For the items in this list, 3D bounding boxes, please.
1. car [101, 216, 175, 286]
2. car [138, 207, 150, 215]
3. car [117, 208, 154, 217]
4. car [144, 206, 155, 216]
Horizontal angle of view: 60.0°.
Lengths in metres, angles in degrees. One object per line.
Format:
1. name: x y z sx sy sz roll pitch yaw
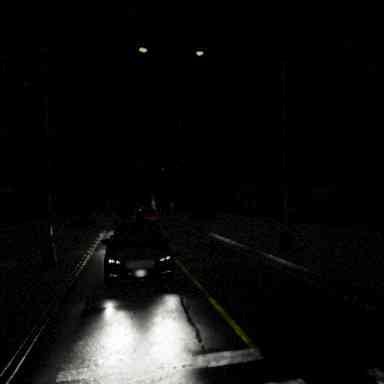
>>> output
1. car: -1.684 1.750 10.411 2.128 1.511 4.902 -1 -1 -11
2. car: -8.453 3.263 58.306 1.895 1.301 4.718 -1 -2 -11
3. car: -3.585 1.983 19.713 1.882 1.535 5.008 -1 -1 -12
4. car: -6.446 2.795 48.513 2.128 1.511 4.902 -1 -2 -11
